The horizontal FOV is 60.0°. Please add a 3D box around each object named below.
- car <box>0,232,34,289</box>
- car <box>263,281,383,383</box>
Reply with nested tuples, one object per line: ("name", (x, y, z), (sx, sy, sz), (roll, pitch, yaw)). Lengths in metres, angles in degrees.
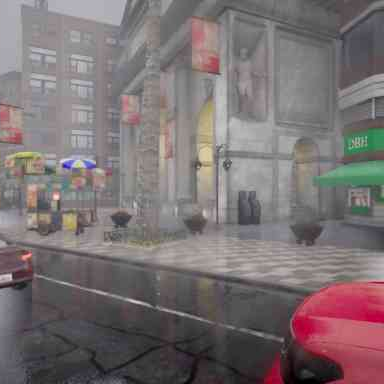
("car", (-5.544, 1.526, 7.821), (4.674, 1.442, 1.812), (0, 0, 35))
("car", (3.177, 1.221, 1.621), (5.566, 2.045, 2.150), (0, 0, 36))
